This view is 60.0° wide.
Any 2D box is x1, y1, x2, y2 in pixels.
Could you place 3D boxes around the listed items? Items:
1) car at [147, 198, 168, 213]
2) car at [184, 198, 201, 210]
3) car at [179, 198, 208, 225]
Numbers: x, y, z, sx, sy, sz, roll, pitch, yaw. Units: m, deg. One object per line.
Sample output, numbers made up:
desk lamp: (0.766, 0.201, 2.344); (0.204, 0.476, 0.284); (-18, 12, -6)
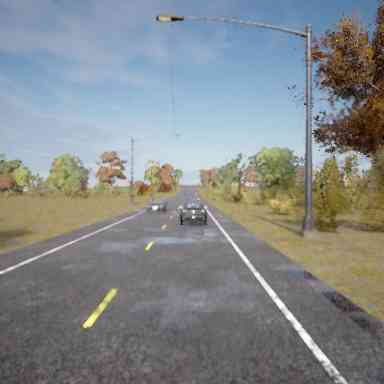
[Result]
car: (-3.558, 1.387, 34.690); (2.128, 1.511, 4.902); (0, 0, 0)
car: (0.105, 1.433, 41.601); (1.994, 1.385, 4.181); (0, 0, 0)
car: (0.104, 1.420, 23.769); (2.128, 1.511, 4.902); (0, 0, 0)
